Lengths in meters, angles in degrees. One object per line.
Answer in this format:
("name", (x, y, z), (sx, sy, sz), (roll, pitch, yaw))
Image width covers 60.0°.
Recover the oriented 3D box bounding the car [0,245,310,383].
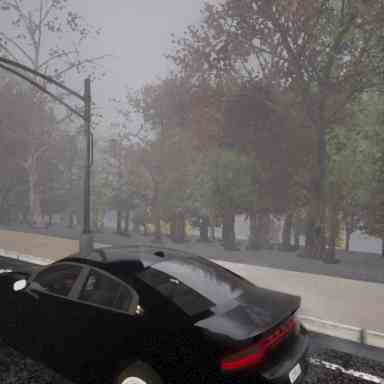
("car", (-1.056, 1.477, 4.495), (5.008, 1.535, 1.882), (0, 0, 36))
